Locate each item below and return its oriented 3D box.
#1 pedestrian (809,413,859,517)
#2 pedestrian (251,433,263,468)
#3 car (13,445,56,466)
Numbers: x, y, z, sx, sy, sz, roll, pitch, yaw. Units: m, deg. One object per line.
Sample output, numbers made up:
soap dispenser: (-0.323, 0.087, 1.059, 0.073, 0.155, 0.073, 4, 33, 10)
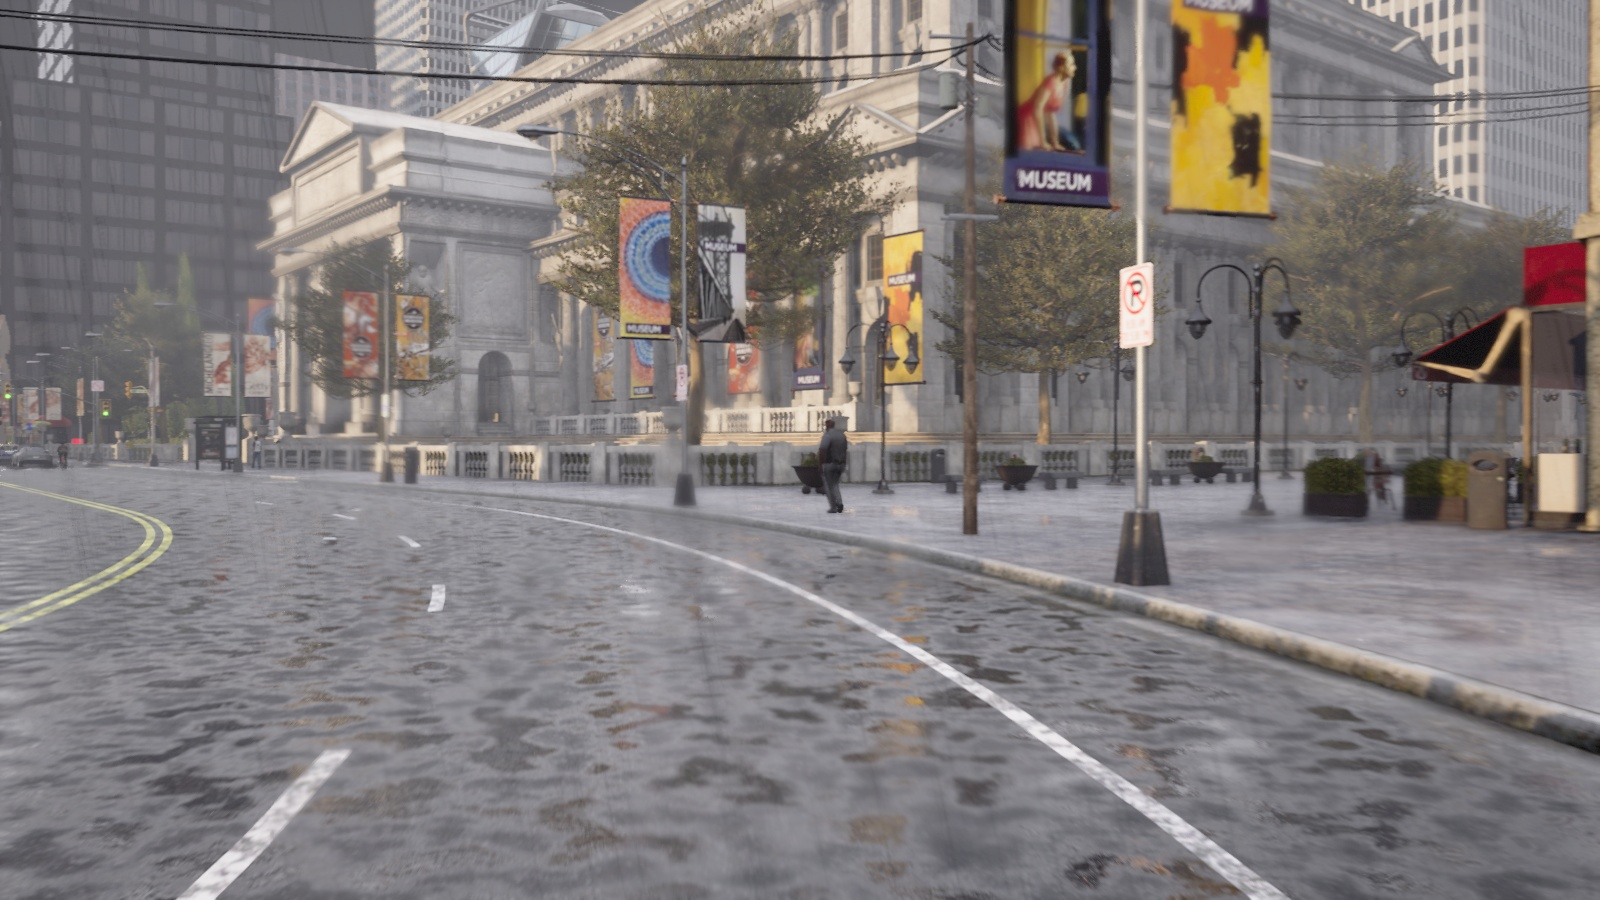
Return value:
pedestrian: (0.636, 0.271, 23.373, 0.563, 1.883, 0.849, 0, 0, -31)
pedestrian: (-29.255, 0.019, 67.649, 0.706, 1.836, 0.354, 0, 0, 43)
car: (-50.357, 0.340, 82.561, 1.994, 1.385, 4.181, 0, 0, -37)
